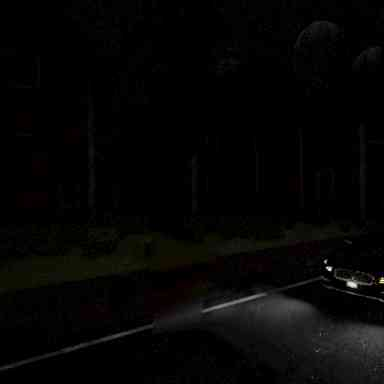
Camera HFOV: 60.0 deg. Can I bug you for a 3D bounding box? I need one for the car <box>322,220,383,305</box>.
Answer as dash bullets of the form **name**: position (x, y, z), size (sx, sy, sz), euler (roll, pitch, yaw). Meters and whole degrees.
- **car**: position (4.915, 1.408, 7.571), size (4.892, 1.490, 1.837), euler (-2, 1, -36)
